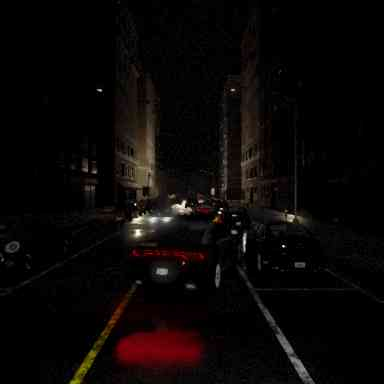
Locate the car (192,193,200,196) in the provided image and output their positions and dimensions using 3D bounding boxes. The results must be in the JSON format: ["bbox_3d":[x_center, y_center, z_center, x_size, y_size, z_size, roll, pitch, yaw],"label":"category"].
[{"bbox_3d":[0.045,1.459,59.390,1.882,1.535,5.008,0,0,0],"label":"car"}]

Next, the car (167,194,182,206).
[{"bbox_3d":[-2.708,1.549,55.987,1.994,1.385,4.181,0,0,0],"label":"car"}]

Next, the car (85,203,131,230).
[{"bbox_3d":[-5.373,1.524,20.985,1.752,1.417,4.829,0,0,0],"label":"car"}]

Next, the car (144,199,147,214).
[{"bbox_3d":[-5.364,1.522,31.810,1.752,1.417,4.829,0,0,0],"label":"car"}]

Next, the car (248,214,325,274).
[{"bbox_3d":[2.644,1.550,10.314,2.008,1.369,4.403,0,0,0],"label":"car"}]

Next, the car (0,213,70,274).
[{"bbox_3d":[-5.381,1.440,10.330,1.967,1.590,4.097,0,0,0],"label":"car"}]

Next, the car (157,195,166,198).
[{"bbox_3d":[-5.351,1.541,48.219,2.008,1.369,4.403,0,0,0],"label":"car"}]

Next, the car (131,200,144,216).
[{"bbox_3d":[-5.369,1.564,26.568,1.947,1.339,4.313,0,0,0],"label":"car"}]

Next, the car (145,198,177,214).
[{"bbox_3d":[-2.826,1.544,31.535,2.033,1.411,5.357,0,0,0],"label":"car"}]

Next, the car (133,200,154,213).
[{"bbox_3d":[-5.360,1.578,37.393,1.802,1.307,4.206,0,0,0],"label":"car"}]

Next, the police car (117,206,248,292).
[{"bbox_3d":[0.147,1.424,9.278,1.930,1.638,5.238,0,0,17],"label":"police car"}]

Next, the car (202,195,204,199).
[{"bbox_3d":[2.674,1.515,48.374,1.752,1.417,4.829,0,0,0],"label":"car"}]

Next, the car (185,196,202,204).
[{"bbox_3d":[0.041,1.556,45.547,1.994,1.385,4.181,0,0,0],"label":"car"}]

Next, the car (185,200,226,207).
[{"bbox_3d":[0.732,1.454,19.055,1.801,1.575,5.366,0,0,2],"label":"car"}]

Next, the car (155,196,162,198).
[{"bbox_3d":[-5.356,1.544,42.806,2.008,1.369,4.403,0,0,0],"label":"car"}]

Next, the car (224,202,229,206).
[{"bbox_3d":[2.652,1.549,21.140,2.008,1.369,4.403,0,0,0],"label":"car"}]

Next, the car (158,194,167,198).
[{"bbox_3d":[-5.343,1.297,59.044,2.192,1.841,5.009,0,0,0],"label":"car"}]
